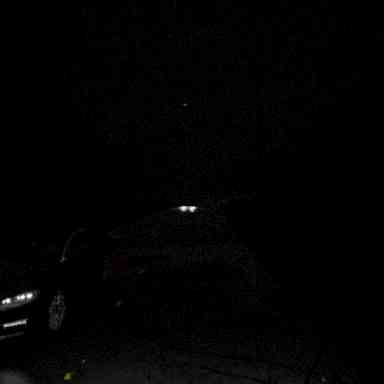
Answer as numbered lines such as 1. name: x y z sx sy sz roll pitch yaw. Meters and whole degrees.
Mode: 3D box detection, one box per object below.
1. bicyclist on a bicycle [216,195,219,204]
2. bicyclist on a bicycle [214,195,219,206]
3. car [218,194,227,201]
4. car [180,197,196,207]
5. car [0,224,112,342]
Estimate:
1. bicyclist on a bicycle: 4.604 1.374 60.031 0.582 1.620 1.656 0 0 7
2. bicyclist on a bicycle: 3.583 1.381 51.131 0.582 1.620 1.656 0 0 6
3. car: 6.561 1.390 79.527 2.033 1.411 5.357 0 0 10
4. car: -0.494 1.492 49.354 1.994 1.385 4.181 0 0 6
5. car: -3.008 1.468 6.771 2.128 1.511 4.902 0 0 1
